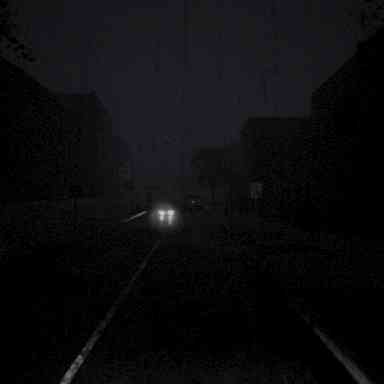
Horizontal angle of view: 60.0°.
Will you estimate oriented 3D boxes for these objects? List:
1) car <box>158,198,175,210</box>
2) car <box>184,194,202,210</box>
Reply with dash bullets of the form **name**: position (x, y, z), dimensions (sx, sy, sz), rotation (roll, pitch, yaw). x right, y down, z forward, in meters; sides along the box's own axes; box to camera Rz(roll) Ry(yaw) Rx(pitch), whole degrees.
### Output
- **car**: position (-3.116, 1.482, 41.730), dimensions (2.128, 1.511, 4.902), rotation (0, 0, 0)
- **car**: position (0.120, 1.212, 42.825), dimensions (2.150, 2.045, 5.566), rotation (0, 0, 0)
